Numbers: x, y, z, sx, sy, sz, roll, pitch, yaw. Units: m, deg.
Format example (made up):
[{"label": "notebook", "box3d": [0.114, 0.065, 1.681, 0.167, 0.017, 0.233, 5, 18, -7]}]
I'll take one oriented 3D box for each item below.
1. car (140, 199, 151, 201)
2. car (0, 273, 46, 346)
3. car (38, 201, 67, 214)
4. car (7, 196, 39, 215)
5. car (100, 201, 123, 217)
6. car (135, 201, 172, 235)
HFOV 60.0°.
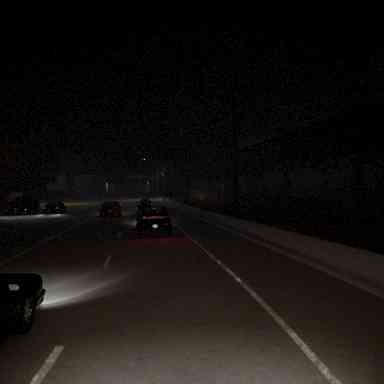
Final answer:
[{"label": "car", "box3d": [-6.009, 1.632, 43.027, 1.812, 1.442, 4.674, -1, 0, -9]}, {"label": "car", "box3d": [-3.380, 1.592, 3.674, 2.033, 1.411, 5.357, -1, 0, -6]}, {"label": "car", "box3d": [-16.132, 1.797, 39.167, 1.812, 1.442, 4.674, -1, 0, -9]}, {"label": "car", "box3d": [-19.653, 1.533, 39.016, 2.150, 2.045, 5.566, -1, 0, -9]}, {"label": "car", "box3d": [-7.957, 1.617, 32.998, 1.882, 1.535, 5.008, -1, 0, -9]}, {"label": "car", "box3d": [-2.247, 1.527, 19.283, 2.128, 1.511, 4.902, -1, 0, -9]}]
